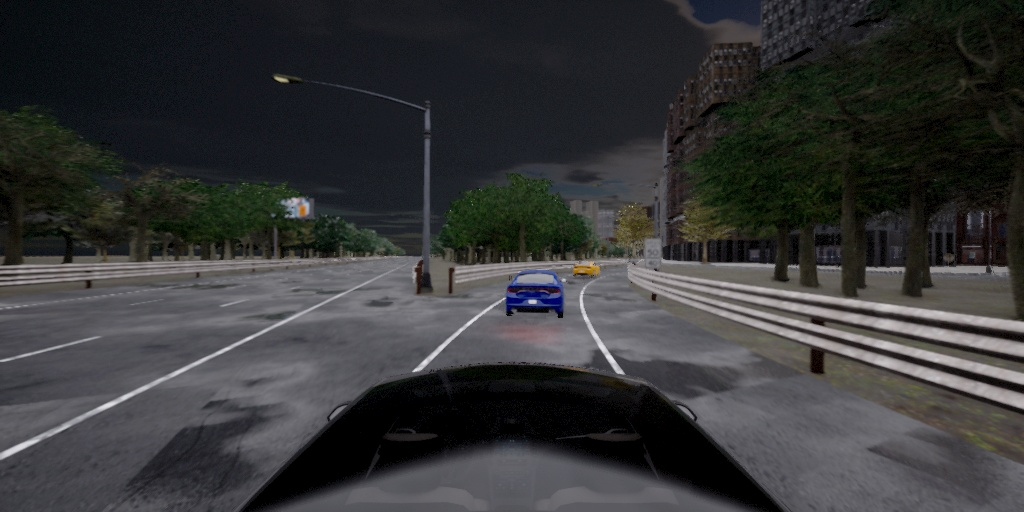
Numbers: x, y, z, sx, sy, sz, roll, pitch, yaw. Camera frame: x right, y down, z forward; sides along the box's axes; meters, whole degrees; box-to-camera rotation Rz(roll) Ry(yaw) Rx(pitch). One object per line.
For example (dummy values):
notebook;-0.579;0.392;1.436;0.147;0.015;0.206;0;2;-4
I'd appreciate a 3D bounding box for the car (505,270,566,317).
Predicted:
car;0.976;1.252;13.344;1.882;1.535;5.008;0;0;8

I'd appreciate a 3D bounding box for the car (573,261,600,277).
car;7.506;1.274;35.696;1.882;1.535;5.008;0;0;24
